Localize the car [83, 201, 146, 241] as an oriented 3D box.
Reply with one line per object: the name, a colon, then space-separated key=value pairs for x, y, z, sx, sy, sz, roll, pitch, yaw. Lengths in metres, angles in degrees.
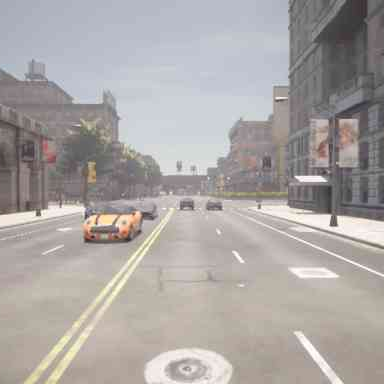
car: x=-3.796 y=1.351 z=16.560 sx=2.097 sy=1.767 sz=4.553 roll=0 pitch=0 yaw=-1

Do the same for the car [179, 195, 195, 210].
car: x=-0.665 y=1.505 z=43.303 sx=1.837 sy=1.490 sz=4.892 roll=0 pitch=0 yaw=-1

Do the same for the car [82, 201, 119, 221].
car: x=-7.372 y=1.471 z=27.239 sx=1.994 sy=1.385 sz=4.181 roll=0 pitch=0 yaw=-1

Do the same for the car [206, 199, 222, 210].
car: x=2.833 y=1.547 z=43.206 sx=2.033 sy=1.411 sz=5.357 roll=0 pitch=0 yaw=-1

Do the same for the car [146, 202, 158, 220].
car: x=-3.995 y=1.547 z=28.578 sx=2.033 sy=1.411 sz=5.357 roll=0 pitch=0 yaw=-1
